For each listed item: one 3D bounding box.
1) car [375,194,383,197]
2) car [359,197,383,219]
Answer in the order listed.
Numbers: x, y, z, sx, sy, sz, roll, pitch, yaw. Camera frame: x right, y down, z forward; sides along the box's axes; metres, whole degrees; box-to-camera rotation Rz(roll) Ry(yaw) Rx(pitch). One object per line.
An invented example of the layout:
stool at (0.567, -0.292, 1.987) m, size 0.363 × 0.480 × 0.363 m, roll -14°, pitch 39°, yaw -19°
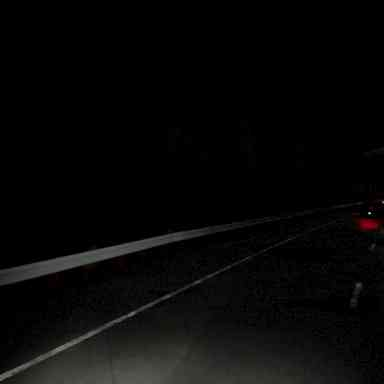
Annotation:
car at (22.195, 1.221, 38.081) m, size 2.150 × 2.045 × 5.566 m, roll 0°, pitch 0°, yaw 36°
car at (16.120, 1.505, 29.556) m, size 1.837 × 1.490 × 4.892 m, roll 0°, pitch 0°, yaw 35°
